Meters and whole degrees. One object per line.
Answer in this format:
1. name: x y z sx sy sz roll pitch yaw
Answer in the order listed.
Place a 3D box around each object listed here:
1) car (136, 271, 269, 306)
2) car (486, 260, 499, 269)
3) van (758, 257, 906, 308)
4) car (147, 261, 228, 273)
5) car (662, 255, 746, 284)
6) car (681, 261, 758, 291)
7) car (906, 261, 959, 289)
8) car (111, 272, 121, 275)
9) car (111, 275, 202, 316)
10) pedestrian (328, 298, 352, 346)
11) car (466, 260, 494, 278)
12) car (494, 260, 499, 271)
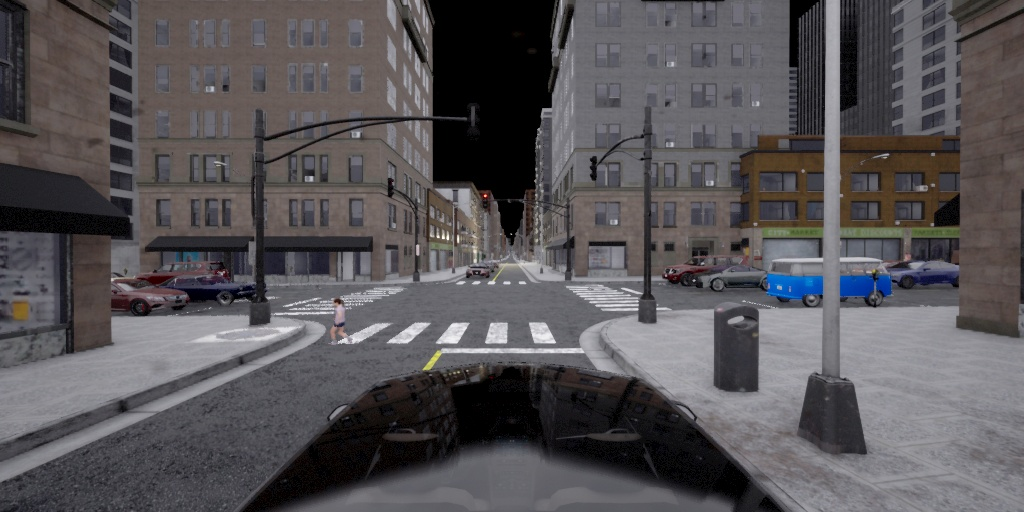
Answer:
1. car: -13.959 1.517 16.362 4.718 1.301 1.895 -1 0 0
2. car: -3.088 1.310 57.612 1.812 1.442 4.674 0 0 0
3. van: 12.114 0.957 13.772 3.998 1.789 1.690 0 0 0
4. car: -20.351 1.270 22.207 5.009 1.841 2.192 0 0 0
5. car: 12.090 0.872 22.298 5.009 1.841 2.192 0 0 0
6. car: 11.956 1.142 19.632 4.181 1.385 1.994 -1 0 0
7. car: 22.263 0.977 19.669 4.674 1.442 1.812 -1 0 0
8. car: -26.026 1.551 22.192 4.829 1.417 1.751 0 0 0
9. car: -14.822 1.527 13.697 4.207 1.307 1.802 0 0 0
10. pedestrian: -3.827 1.423 8.042 0.500 1.100 0.500 0 0 0
11. car: -3.096 1.319 33.643 1.994 1.385 4.181 0 0 1
12. car: -3.105 1.255 43.835 2.128 1.511 4.902 0 0 0
